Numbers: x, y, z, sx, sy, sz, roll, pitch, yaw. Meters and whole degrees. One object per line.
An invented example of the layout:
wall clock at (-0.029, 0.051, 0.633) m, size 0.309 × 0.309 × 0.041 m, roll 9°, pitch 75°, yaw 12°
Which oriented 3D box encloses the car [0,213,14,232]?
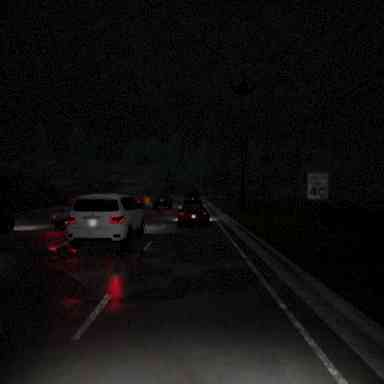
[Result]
car at (-10.400, 1.393, 15.823) m, size 1.812 × 1.442 × 4.674 m, roll 0°, pitch 0°, yaw 0°

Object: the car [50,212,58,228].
car at (-6.951, 1.428, 20.714) m, size 1.895 × 1.301 × 4.718 m, roll 0°, pitch 0°, yaw 1°

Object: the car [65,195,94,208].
car at (-13.900, 1.134, 41.420) m, size 1.882 × 1.535 × 5.008 m, roll 0°, pitch 0°, yaw 0°

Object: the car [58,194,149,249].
car at (-3.400, 1.102, 14.063) m, size 2.150 × 2.045 × 5.566 m, roll 0°, pitch 0°, yaw 0°

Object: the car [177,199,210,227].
car at (0.099, 1.386, 21.511) m, size 1.994 × 1.385 × 4.181 m, roll 0°, pitch 1°, yaw 0°

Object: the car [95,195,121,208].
car at (-10.400, 1.133, 41.497) m, size 1.882 × 1.535 × 5.008 m, roll 0°, pitch 0°, yaw 0°

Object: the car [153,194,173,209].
car at (-3.400, 1.025, 39.504) m, size 2.097 × 1.767 × 4.553 m, roll 0°, pitch 1°, yaw 0°

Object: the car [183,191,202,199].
car at (0.097, 0.876, 41.923) m, size 2.150 × 2.045 × 5.566 m, roll 0°, pitch 1°, yaw 0°
